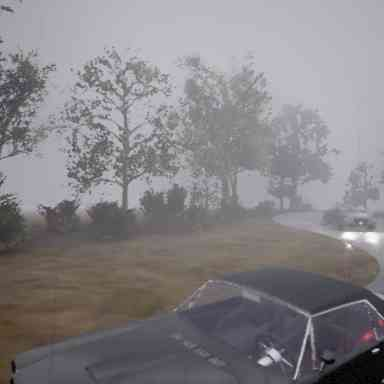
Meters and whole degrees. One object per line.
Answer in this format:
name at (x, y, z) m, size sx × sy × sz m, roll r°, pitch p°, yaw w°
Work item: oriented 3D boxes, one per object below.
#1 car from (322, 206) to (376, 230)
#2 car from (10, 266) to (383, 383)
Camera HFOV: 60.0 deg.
car at (9.630, 1.562, 20.708) m, size 1.994 × 1.385 × 4.181 m, roll 0°, pitch 0°, yaw 4°
car at (0.706, 1.600, 3.421) m, size 4.718 × 1.301 × 1.895 m, roll 0°, pitch 0°, yaw -35°
